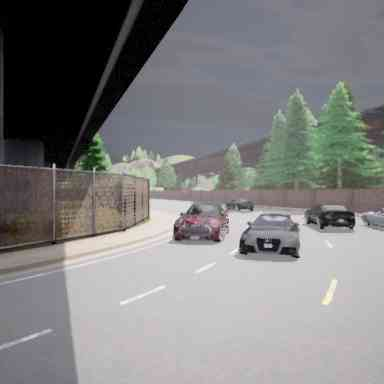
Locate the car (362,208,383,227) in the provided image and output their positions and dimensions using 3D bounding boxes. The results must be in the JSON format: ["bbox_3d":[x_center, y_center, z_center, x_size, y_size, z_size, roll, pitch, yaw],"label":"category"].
[{"bbox_3d":[12.001,1.581,19.934,1.895,1.301,4.718,0,0,5],"label":"car"}]

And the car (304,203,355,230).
[{"bbox_3d":[8.566,1.459,21.057,1.882,1.535,5.008,0,0,5],"label":"car"}]

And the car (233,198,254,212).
[{"bbox_3d":[5.384,1.479,38.445,1.837,1.490,4.892,0,0,-19],"label":"car"}]

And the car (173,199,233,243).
[{"bbox_3d":[0.600,1.342,16.199,2.097,1.767,4.553,0,0,13],"label":"car"}]

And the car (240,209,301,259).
[{"bbox_3d":[3.110,1.554,12.694,1.994,1.385,4.181,0,0,19],"label":"car"}]
